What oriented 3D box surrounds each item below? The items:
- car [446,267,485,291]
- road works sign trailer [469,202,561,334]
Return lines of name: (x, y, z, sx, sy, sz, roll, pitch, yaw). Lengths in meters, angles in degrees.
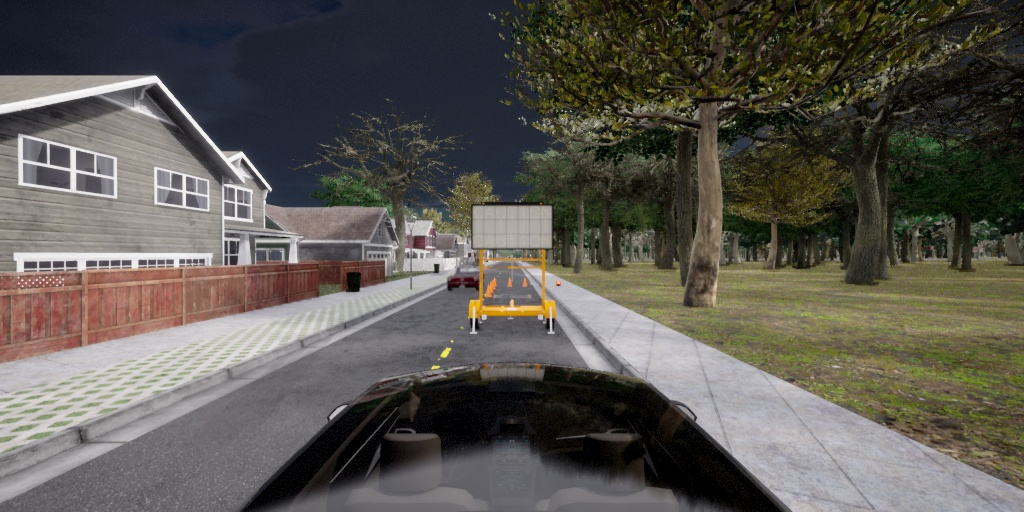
car: (-2.731, 1.352, 21.823, 1.895, 1.301, 4.718, 0, 0, 0)
road works sign trailer: (0.011, 0.214, 10.620, 2.380, 3.560, 2.880, 0, 0, 0)
